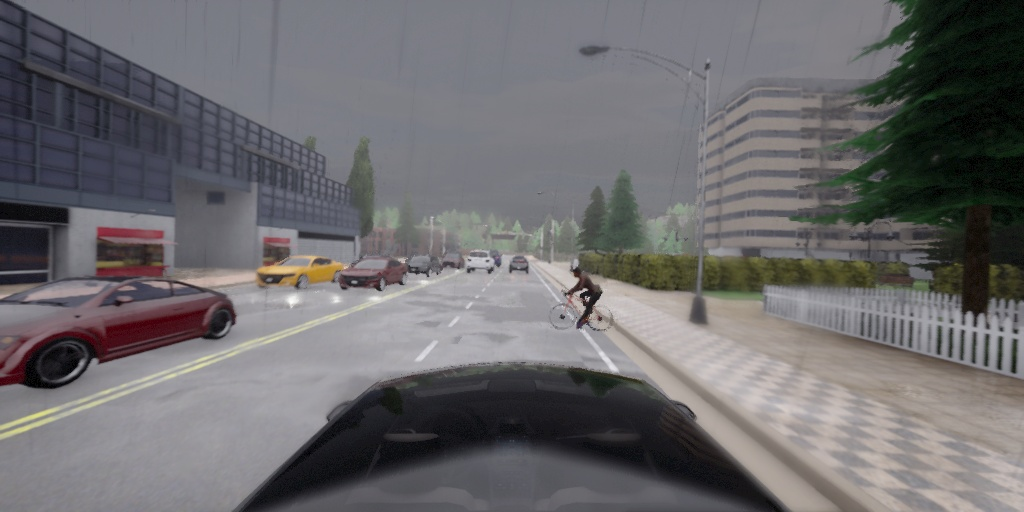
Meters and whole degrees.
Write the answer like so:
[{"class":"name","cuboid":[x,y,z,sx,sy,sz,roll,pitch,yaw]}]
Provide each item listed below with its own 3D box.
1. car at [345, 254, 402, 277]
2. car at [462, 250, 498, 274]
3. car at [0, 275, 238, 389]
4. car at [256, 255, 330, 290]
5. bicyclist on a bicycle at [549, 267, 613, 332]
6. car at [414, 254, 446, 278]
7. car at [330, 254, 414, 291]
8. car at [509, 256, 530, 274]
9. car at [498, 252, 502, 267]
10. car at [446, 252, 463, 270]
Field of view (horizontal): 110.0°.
[{"class":"car","cuboid":[-10.027,0.599,26.464,2.033,1.411,5.357,2,1,1]},{"class":"car","cuboid":[-2.838,0.497,33.228,2.150,2.045,5.566,2,1,1]},{"class":"car","cuboid":[-7.029,1.047,6.121,1.994,1.385,4.181,2,1,1]},{"class":"car","cuboid":[-10.296,0.717,17.797,1.882,1.535,5.008,2,1,1]},{"class":"bicyclist on a bicycle","cuboid":[1.787,1.122,9.199,1.656,1.620,0.582,2,1,1]},{"class":"car","cuboid":[-6.529,0.665,26.397,1.837,1.490,4.892,2,1,1]},{"class":"car","cuboid":[-6.791,0.820,18.084,1.882,1.535,5.008,2,1,1]},{"class":"car","cuboid":[0.692,0.854,34.828,2.128,1.511,4.902,2,1,2]},{"class":"car","cuboid":[-2.564,0.328,47.594,2.150,2.045,5.566,2,1,1]},{"class":"car","cuboid":[-6.297,0.457,38.236,2.097,1.767,4.553,2,1,1]}]
